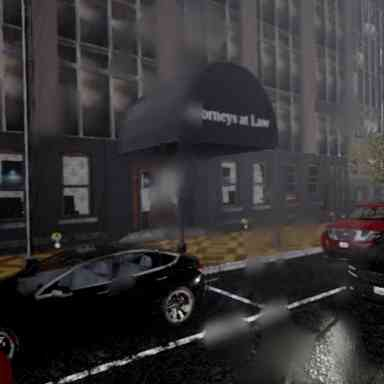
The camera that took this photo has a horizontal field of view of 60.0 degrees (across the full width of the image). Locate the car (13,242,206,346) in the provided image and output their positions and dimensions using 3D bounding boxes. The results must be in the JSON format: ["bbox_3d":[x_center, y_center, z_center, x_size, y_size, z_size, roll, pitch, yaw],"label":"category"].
[{"bbox_3d":[-1.734,1.587,5.499,4.313,1.339,1.947,0,-1,-36],"label":"car"}]

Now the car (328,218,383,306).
[{"bbox_3d":[5.307,1.436,7.251,5.008,1.535,1.882,0,0,-36],"label":"car"}]

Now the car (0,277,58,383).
[{"bbox_3d":[-3.116,1.557,1.104,4.674,1.442,1.812,0,0,-35],"label":"car"}]

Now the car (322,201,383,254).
[{"bbox_3d":[6.636,1.264,11.570,5.009,1.841,2.192,0,-1,-36],"label":"car"}]
